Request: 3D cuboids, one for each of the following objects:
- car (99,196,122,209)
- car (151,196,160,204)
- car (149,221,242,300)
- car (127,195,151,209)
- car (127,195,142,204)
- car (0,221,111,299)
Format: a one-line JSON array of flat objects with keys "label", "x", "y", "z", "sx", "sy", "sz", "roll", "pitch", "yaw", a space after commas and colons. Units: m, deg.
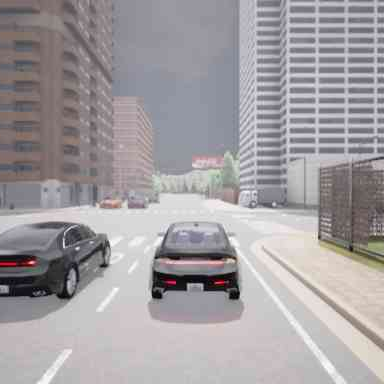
[{"label": "car", "x": -10.570, "y": 1.304, "z": 43.476, "sx": 2.097, "sy": 1.767, "sz": 4.553, "roll": 0, "pitch": 0, "yaw": 0}, {"label": "car", "x": -7.013, "y": 1.439, "z": 61.368, "sx": 1.837, "sy": 1.490, "sz": 4.892, "roll": 0, "pitch": -1, "yaw": 1}, {"label": "car", "x": 0.107, "y": 1.482, "z": 8.363, "sx": 2.128, "sy": 1.511, "sz": 4.902, "roll": 0, "pitch": 0, "yaw": 1}, {"label": "car", "x": -7.048, "y": 1.305, "z": 43.354, "sx": 2.097, "sy": 1.767, "sz": 4.553, "roll": 0, "pitch": 0, "yaw": 0}, {"label": "car", "x": -10.514, "y": 1.410, "z": 60.964, "sx": 1.882, "sy": 1.535, "sz": 5.008, "roll": 0, "pitch": 0, "yaw": 0}, {"label": "car", "x": -3.419, "y": 1.495, "z": 8.387, "sx": 1.837, "sy": 1.490, "sz": 4.892, "roll": 0, "pitch": 0, "yaw": 0}]
